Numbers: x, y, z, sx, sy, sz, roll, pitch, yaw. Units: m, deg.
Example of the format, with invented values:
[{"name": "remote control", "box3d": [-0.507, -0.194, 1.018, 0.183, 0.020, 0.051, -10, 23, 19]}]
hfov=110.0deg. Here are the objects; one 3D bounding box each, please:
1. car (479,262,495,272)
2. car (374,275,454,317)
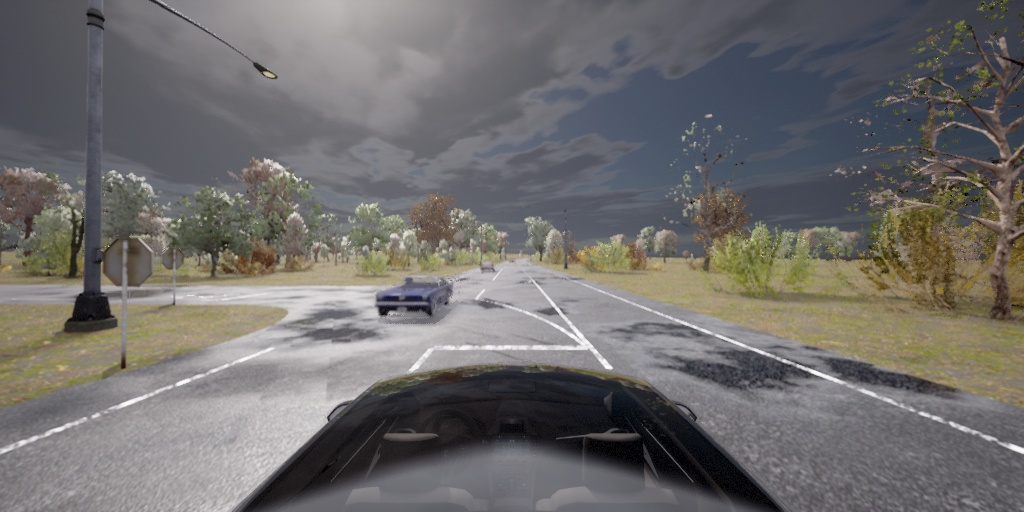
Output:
[{"name": "car", "box3d": [-3.439, 1.511, 50.445, 1.812, 1.442, 4.674, 0, 0, 0]}, {"name": "car", "box3d": [-3.486, 1.399, 13.569, 1.895, 1.301, 4.718, 0, 0, 0]}]
